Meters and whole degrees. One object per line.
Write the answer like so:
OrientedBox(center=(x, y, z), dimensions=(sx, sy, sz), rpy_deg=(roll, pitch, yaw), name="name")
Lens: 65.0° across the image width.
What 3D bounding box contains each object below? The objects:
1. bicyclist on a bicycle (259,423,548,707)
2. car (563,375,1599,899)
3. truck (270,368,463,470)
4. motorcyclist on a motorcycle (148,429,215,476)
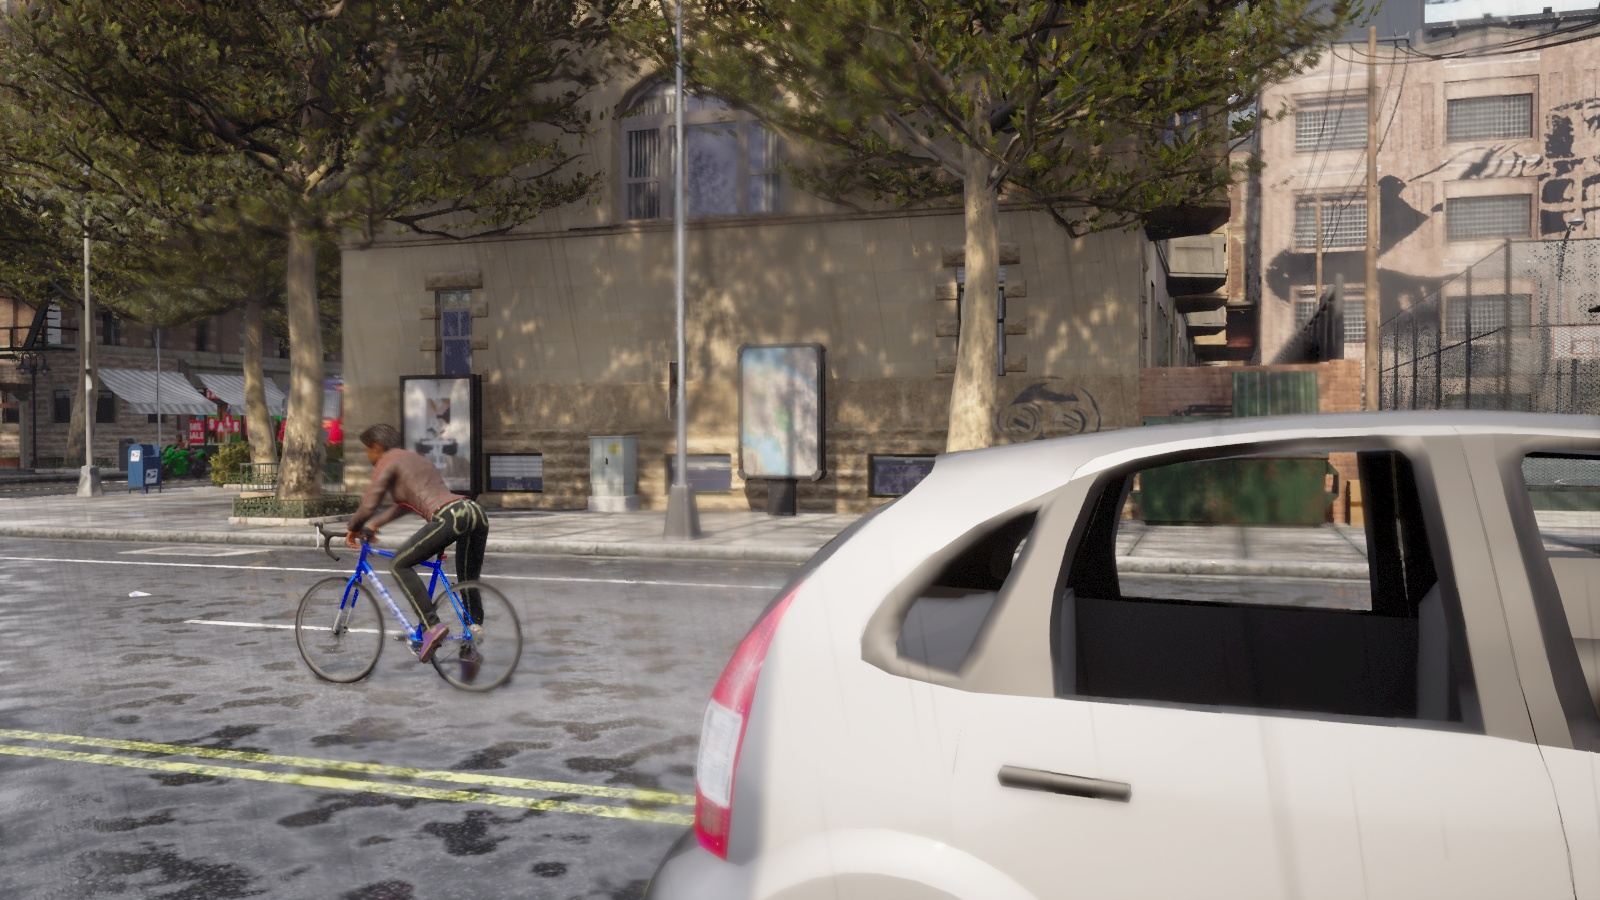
OrientedBox(center=(-2.426, 0.647, 7.694), dimensions=(1.656, 1.620, 0.582), rpy_deg=(0, 1, 19), name="bicyclist on a bicycle")
OrientedBox(center=(1.739, 0.690, 2.607), dimensions=(3.988, 1.617, 1.851), rpy_deg=(1, 1, 19), name="car")
OrientedBox(center=(-17.521, -1.230, 51.577), dimensions=(2.891, 3.827, 8.468), rpy_deg=(1, 1, 19), name="truck")
OrientedBox(center=(-20.733, 0.056, 42.158), dimensions=(0.797, 1.523, 2.044), rpy_deg=(1, 1, 19), name="motorcyclist on a motorcycle")
